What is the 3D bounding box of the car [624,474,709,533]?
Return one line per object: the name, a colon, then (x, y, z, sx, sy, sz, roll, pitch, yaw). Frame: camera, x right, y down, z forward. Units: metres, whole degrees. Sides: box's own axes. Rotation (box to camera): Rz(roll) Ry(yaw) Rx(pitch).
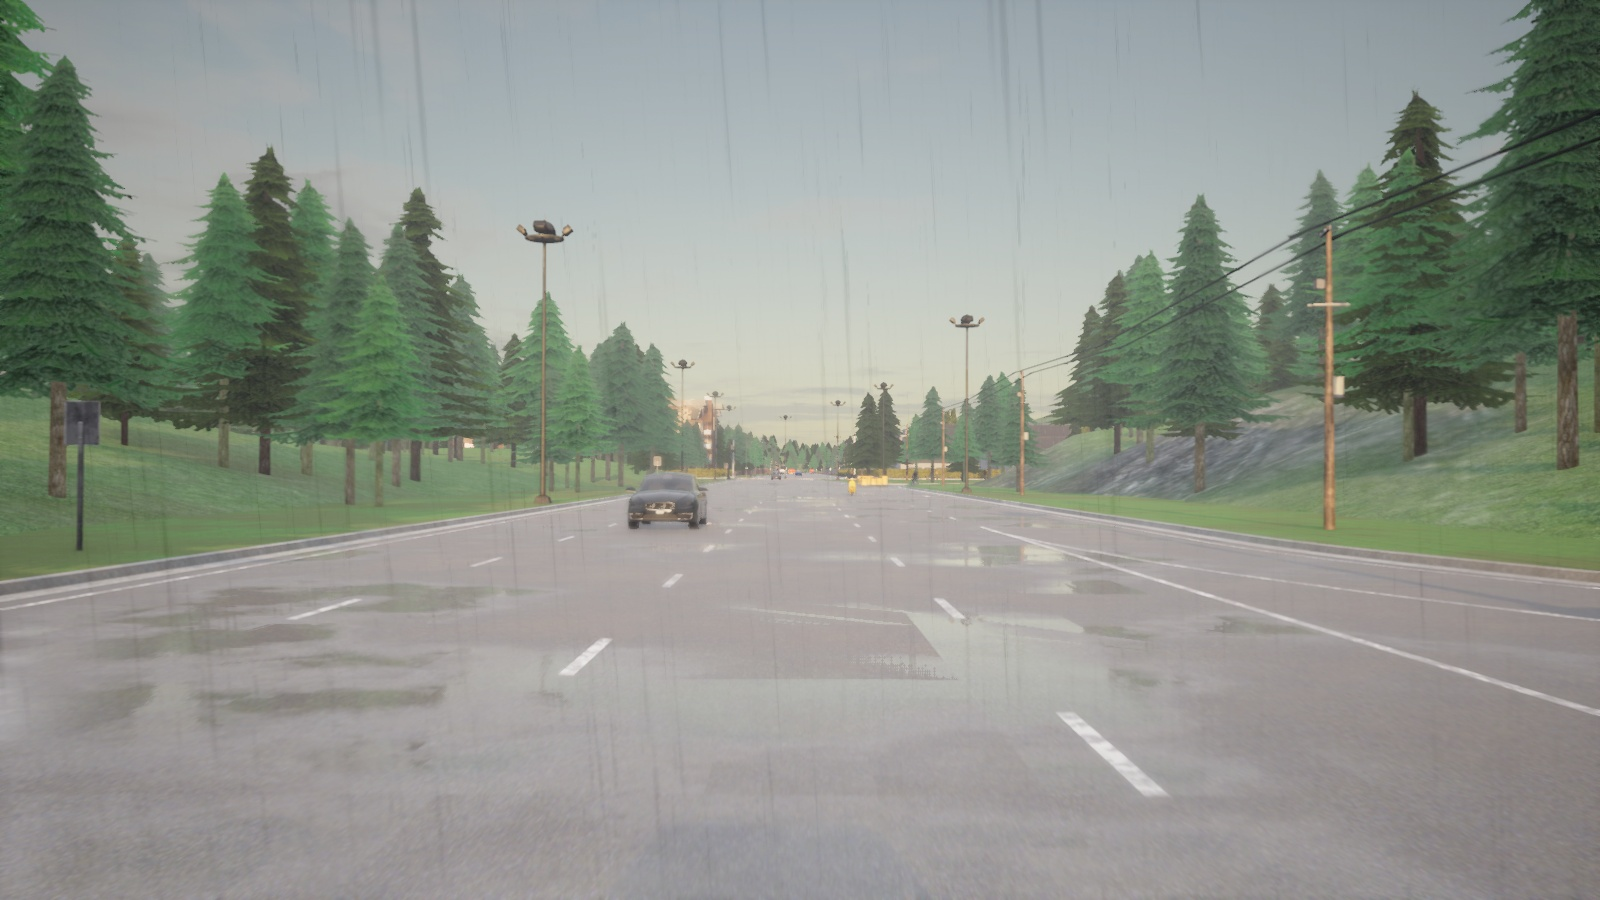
car: (-3.584, 1.411, 34.490, 1.837, 1.490, 4.892, 0, -1, 0)
